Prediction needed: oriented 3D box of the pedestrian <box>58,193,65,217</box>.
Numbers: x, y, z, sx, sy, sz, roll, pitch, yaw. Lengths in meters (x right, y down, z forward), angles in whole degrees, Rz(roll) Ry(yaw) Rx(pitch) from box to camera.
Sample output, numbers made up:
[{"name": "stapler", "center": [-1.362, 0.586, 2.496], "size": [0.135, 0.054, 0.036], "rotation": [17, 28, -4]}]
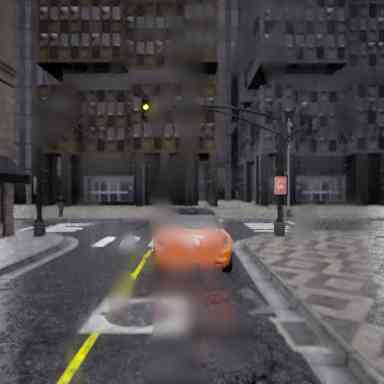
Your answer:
[{"name": "pedestrian", "center": [-9.892, 0.954, 25.094], "size": [0.375, 1.860, 0.375], "rotation": [0, 1, 1]}]

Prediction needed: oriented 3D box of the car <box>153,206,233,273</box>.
[{"name": "car", "center": [-0.031, 1.268, 10.518], "size": [2.097, 1.767, 4.553], "rotation": [0, 0, -2]}]
